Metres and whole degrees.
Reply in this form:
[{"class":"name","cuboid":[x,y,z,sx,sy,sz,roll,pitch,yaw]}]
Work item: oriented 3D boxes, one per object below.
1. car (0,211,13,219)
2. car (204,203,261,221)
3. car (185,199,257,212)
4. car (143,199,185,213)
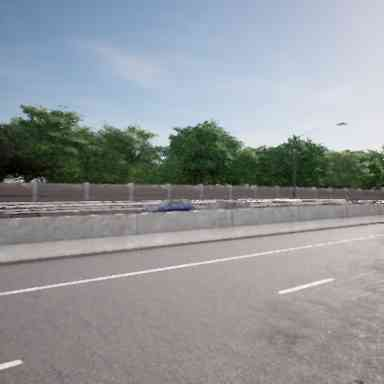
[{"class":"car","cuboid":[-11.857,1.506,17.025,4.892,1.490,1.837,1,0,-35]},{"class":"car","cuboid":[3.433,1.619,27.824,4.718,1.301,1.895,0,0,-35]},{"class":"car","cuboid":[2.197,1.366,22.693,4.553,1.767,2.097,0,0,-35]},{"class":"car","cuboid":[-1.862,1.366,28.396,4.553,1.767,2.097,0,0,-35]}]
